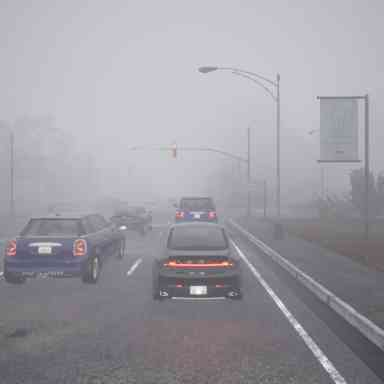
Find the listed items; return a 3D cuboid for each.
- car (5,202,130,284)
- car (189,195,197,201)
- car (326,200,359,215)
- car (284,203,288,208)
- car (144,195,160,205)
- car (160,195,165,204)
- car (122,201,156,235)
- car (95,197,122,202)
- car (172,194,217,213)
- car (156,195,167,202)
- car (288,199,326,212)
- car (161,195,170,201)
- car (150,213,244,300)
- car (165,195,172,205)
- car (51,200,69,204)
[{"bbox_3d":[-3.378,1.352,9.778,2.097,1.767,4.553,0,0,0],"label":"car"},{"bbox_3d":[0.196,1.471,85.913,1.882,1.535,5.008,0,0,0],"label":"car"},{"bbox_3d":[15.753,1.491,31.322,4.902,1.511,2.128,0,0,3],"label":"car"},{"bbox_3d":[14.550,1.547,42.112,5.357,1.411,2.033,0,0,3],"label":"car"},{"bbox_3d":[-6.958,1.526,55.704,1.812,1.442,4.674,0,0,0],"label":"car"},{"bbox_3d":[-6.887,1.547,65.431,2.033,1.411,5.357,0,0,1],"label":"car"},{"bbox_3d":[-3.358,1.505,18.738,1.837,1.490,4.892,0,0,0],"label":"car"},{"bbox_3d":[-9.380,1.353,39.653,4.553,1.767,2.097,0,0,-30],"label":"car"},{"bbox_3d":[0.165,1.221,18.211,2.150,2.045,5.566,0,0,-2],"label":"car"},{"bbox_3d":[-6.829,1.478,75.209,1.882,1.535,5.008,0,0,0],"label":"car"},{"bbox_3d":[14.140,1.505,38.629,4.892,1.490,1.837,0,0,3],"label":"car"},{"bbox_3d":[-6.806,1.494,85.166,1.837,1.490,4.892,0,0,0],"label":"car"},{"bbox_3d":[0.119,1.505,8.363,1.837,1.490,4.892,0,0,0],"label":"car"},{"bbox_3d":[-3.246,1.477,58.334,1.882,1.535,5.008,0,0,0],"label":"car"},{"bbox_3d":[-11.104,1.506,28.387,1.837,1.490,4.892,4,-2,-30],"label":"car"}]
